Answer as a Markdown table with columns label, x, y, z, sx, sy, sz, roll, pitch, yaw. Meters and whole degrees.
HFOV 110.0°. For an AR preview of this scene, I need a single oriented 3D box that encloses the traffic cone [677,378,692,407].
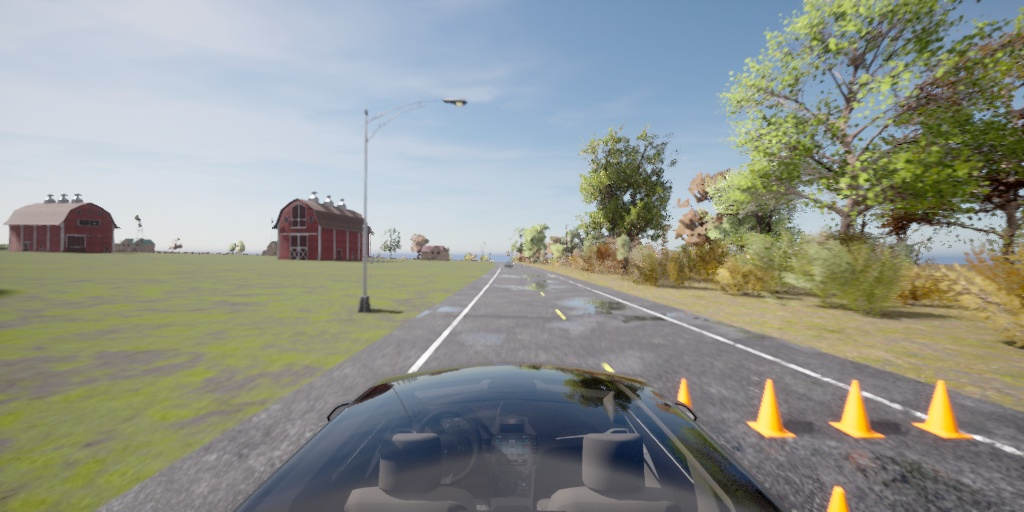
| label | x | y | z | sx | sy | sz | roll | pitch | yaw |
| --- | --- | --- | --- | --- | --- | --- | --- | --- | --- |
| traffic cone | 2.017 | 1.735 | 4.199 | 0.340 | 0.580 | 0.340 | 0 | 0 | 0 |

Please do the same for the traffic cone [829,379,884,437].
| label | x | y | z | sx | sy | sz | roll | pitch | yaw |
| --- | --- | --- | --- | --- | --- | --- | --- | --- | --- |
| traffic cone | 4.016 | 1.745 | 4.191 | 0.340 | 0.580 | 0.340 | 0 | 0 | 0 |

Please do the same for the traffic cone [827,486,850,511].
| label | x | y | z | sx | sy | sz | roll | pitch | yaw |
| --- | --- | --- | --- | --- | --- | --- | --- | --- | --- |
| traffic cone | 2.008 | 1.719 | 2.199 | 0.340 | 0.580 | 0.340 | 0 | 0 | 0 |

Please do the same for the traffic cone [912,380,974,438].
| label | x | y | z | sx | sy | sz | roll | pitch | yaw |
| --- | --- | --- | --- | --- | --- | --- | --- | --- | --- |
| traffic cone | 5.016 | 1.750 | 4.186 | 0.340 | 0.580 | 0.340 | 0 | 0 | 0 |

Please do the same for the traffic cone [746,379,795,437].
| label | x | y | z | sx | sy | sz | roll | pitch | yaw |
| --- | --- | --- | --- | --- | --- | --- | --- | --- | --- |
| traffic cone | 3.016 | 1.740 | 4.195 | 0.340 | 0.580 | 0.340 | 0 | 0 | 0 |
